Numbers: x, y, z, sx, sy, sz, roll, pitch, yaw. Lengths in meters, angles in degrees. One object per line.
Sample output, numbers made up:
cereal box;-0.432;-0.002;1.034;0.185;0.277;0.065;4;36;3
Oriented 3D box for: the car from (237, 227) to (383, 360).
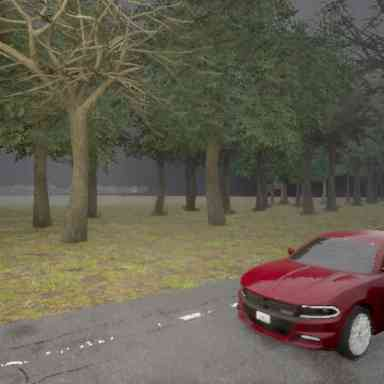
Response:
car;3.038;1.476;6.143;5.008;1.535;1.882;0;0;-35
